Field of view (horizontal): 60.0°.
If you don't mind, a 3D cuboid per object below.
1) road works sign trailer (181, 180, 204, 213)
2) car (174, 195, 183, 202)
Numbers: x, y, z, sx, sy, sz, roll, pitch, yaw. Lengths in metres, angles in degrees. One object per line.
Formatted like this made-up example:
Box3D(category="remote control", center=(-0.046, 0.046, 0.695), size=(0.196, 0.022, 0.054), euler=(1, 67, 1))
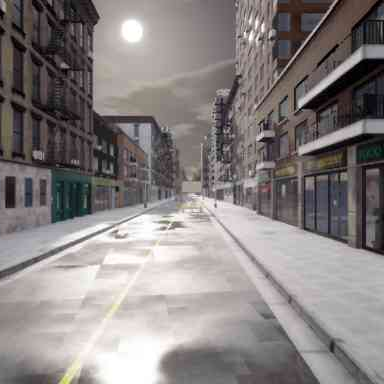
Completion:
Box3D(category="road works sign trailer", center=(0.000, 0.457, 37.510), size=(2.380, 3.560, 2.880), euler=(0, 0, 0))
Box3D(category="car", center=(-3.000, 1.516, 75.956), size=(2.128, 1.511, 4.902), euler=(0, 0, 0))
